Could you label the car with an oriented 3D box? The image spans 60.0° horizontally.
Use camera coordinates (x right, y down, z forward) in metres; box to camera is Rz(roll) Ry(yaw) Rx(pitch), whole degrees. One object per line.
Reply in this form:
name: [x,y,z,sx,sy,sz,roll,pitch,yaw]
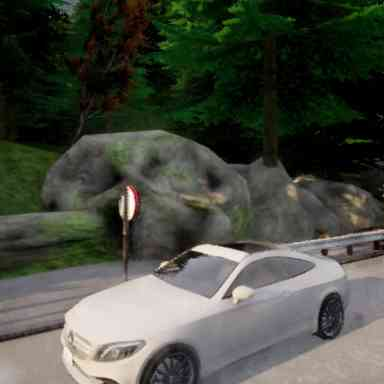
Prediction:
car: [0.544,1.524,4.994,4.674,1.442,1.812,0,0,-35]
